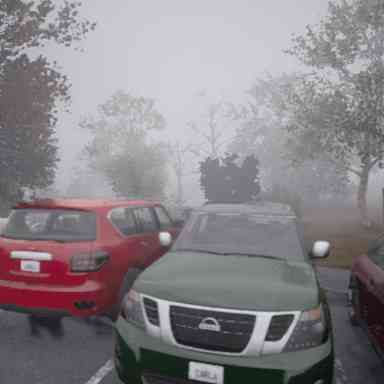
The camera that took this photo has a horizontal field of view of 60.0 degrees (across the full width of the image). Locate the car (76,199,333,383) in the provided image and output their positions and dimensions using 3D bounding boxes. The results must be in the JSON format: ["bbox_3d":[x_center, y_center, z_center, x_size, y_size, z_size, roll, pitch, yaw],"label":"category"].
[{"bbox_3d":[0.846,1.202,5.483,2.435,2.045,5.566,1,0,15],"label":"car"}]

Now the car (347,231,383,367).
[{"bbox_3d":[3.278,1.375,3.824,2.185,1.767,4.553,1,0,15],"label":"car"}]

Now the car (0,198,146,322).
[{"bbox_3d":[-1.579,1.154,7.252,2.435,2.045,5.566,1,0,15],"label":"car"}]
